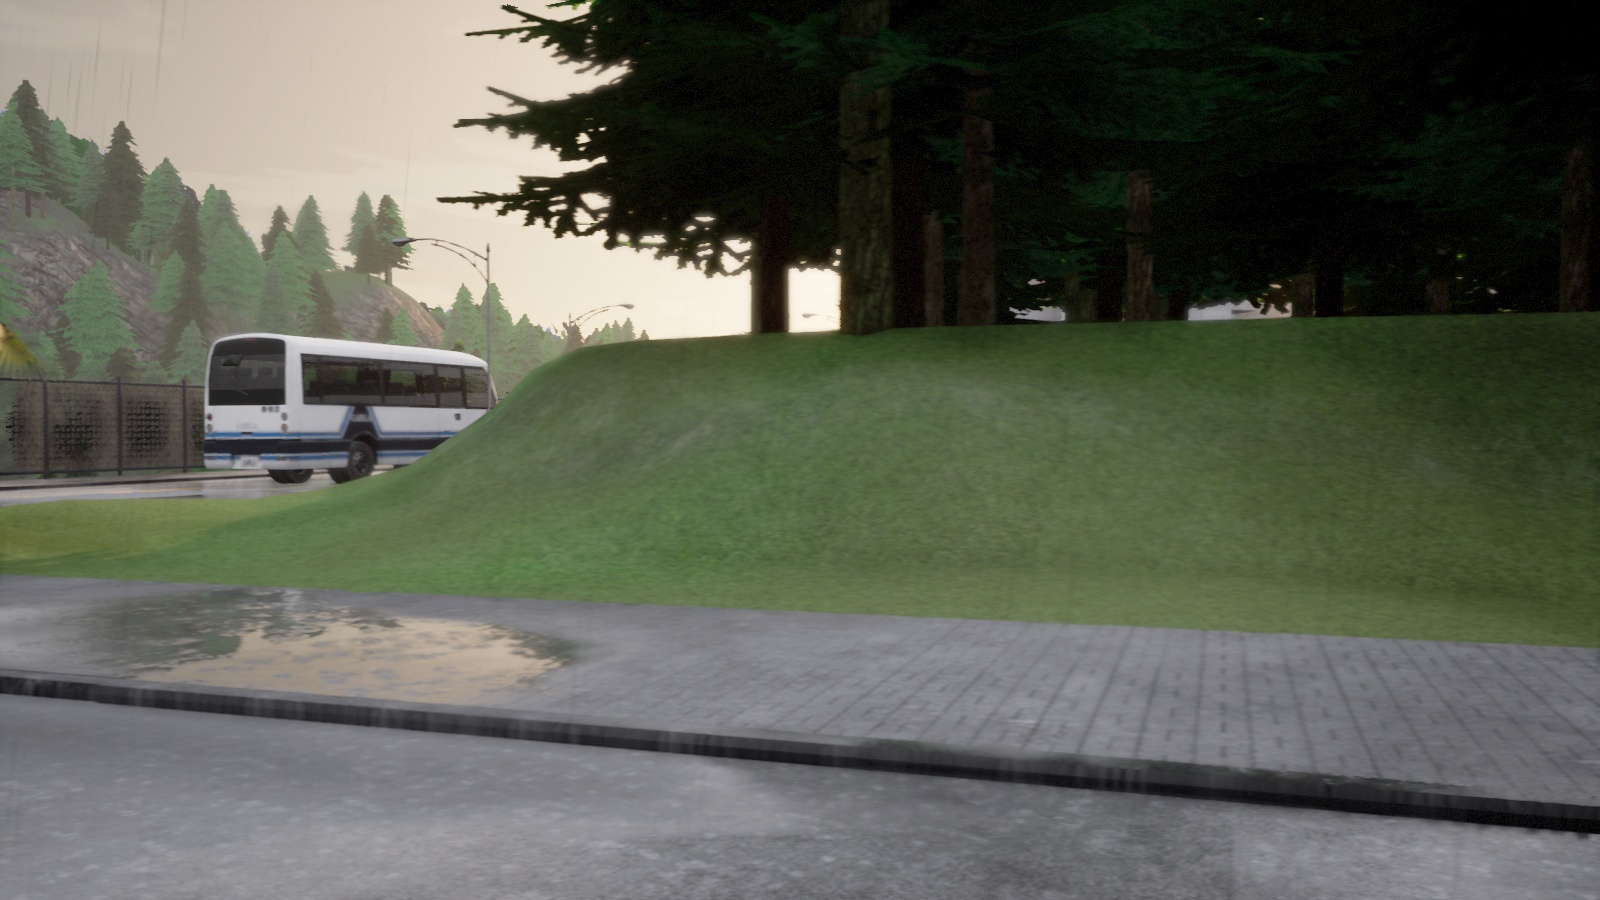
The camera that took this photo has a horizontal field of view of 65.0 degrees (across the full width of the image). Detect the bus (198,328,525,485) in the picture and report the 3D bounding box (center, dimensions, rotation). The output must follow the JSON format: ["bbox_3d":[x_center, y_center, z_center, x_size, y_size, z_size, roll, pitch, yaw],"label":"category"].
[{"bbox_3d":[-13.208,-1.260,39.354,3.944,4.253,10.273,1,1,21],"label":"bus"}]
